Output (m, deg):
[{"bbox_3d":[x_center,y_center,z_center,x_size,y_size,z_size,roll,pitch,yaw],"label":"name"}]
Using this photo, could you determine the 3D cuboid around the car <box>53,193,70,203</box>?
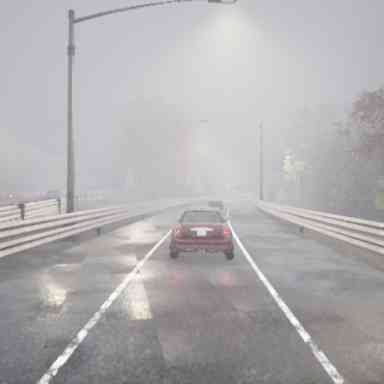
[{"bbox_3d":[-21.699,0.890,55.374,1.882,1.535,5.008,0,0,-12],"label":"car"}]

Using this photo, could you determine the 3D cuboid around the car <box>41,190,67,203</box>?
[{"bbox_3d":[-20.434,0.673,49.739,2.150,2.045,5.566,0,0,-12],"label":"car"}]

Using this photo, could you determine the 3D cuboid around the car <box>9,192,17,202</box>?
[{"bbox_3d":[-28.481,0.727,53.603,2.097,1.767,4.553,0,0,-12],"label":"car"}]

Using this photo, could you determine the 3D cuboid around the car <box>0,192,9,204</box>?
[{"bbox_3d":[-26.299,0.940,43.516,2.128,1.511,4.902,0,0,-12],"label":"car"}]

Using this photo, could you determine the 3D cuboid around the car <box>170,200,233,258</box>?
[{"bbox_3d":[0.396,1.353,12.893,2.097,1.767,4.553,0,0,2],"label":"car"}]

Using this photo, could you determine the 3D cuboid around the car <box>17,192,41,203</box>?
[{"bbox_3d":[-23.951,0.994,49.458,1.994,1.385,4.181,0,0,-12],"label":"car"}]

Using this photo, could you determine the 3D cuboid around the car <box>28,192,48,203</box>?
[{"bbox_3d":[-25.047,0.873,54.279,1.882,1.535,5.008,0,0,-12],"label":"car"}]

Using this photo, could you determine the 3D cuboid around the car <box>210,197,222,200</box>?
[{"bbox_3d":[3.089,1.464,42.972,1.882,1.535,5.008,0,-1,8],"label":"car"}]
